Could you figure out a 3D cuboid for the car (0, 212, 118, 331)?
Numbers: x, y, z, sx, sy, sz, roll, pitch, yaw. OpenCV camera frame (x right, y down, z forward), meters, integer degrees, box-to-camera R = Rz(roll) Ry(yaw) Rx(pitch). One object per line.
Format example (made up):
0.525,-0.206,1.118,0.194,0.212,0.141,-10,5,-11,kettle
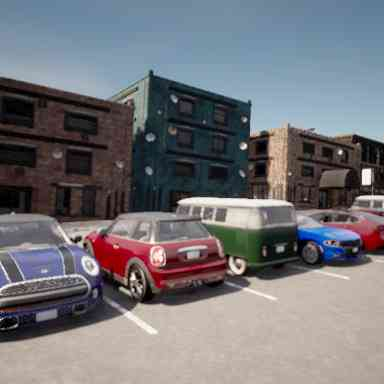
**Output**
-3.524,1.298,6.915,2.185,1.767,4.553,0,0,-36,car

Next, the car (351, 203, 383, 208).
7.888,1.457,15.052,2.163,1.488,4.792,0,0,-35,car

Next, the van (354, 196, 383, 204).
10.120,1.202,16.752,1.878,1.987,4.442,0,0,-36,van

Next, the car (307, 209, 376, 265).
3.338,1.426,11.777,2.097,1.535,5.008,0,0,-35,car

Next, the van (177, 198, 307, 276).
0.991,1.199,10.240,1.878,1.987,4.442,0,0,-35,van

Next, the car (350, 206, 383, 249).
5.606,1.456,13.425,2.163,1.488,4.792,0,0,-36,car

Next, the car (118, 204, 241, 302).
-1.205,1.298,8.492,2.185,1.767,4.553,0,0,-36,car
